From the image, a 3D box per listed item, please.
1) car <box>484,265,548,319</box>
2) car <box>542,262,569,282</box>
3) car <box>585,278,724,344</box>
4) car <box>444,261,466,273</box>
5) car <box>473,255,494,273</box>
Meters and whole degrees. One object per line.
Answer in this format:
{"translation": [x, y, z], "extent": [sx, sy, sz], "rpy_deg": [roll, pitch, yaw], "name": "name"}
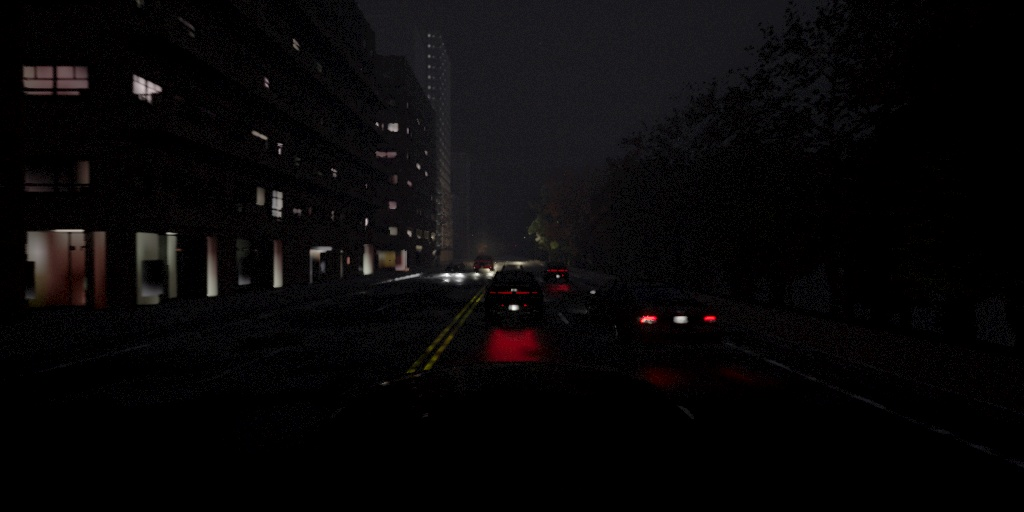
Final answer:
{"translation": [0.071, 1.227, 12.721], "extent": [1.837, 1.490, 4.892], "rpy_deg": [0, 0, 0], "name": "car"}
{"translation": [3.325, 1.193, 28.260], "extent": [1.837, 1.490, 4.892], "rpy_deg": [0, 1, 0], "name": "car"}
{"translation": [3.297, 1.278, 9.485], "extent": [2.033, 1.411, 5.357], "rpy_deg": [0, 0, 0], "name": "car"}
{"translation": [-6.596, 1.258, 41.746], "extent": [1.895, 1.301, 4.718], "rpy_deg": [0, 0, 0], "name": "car"}
{"translation": [-3.344, 0.877, 43.150], "extent": [2.150, 2.045, 5.566], "rpy_deg": [0, 0, 0], "name": "car"}
